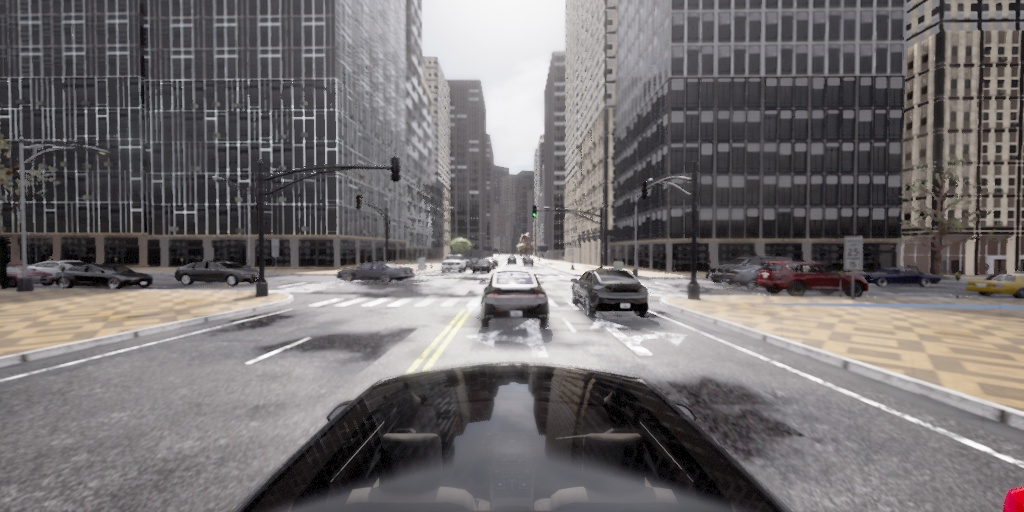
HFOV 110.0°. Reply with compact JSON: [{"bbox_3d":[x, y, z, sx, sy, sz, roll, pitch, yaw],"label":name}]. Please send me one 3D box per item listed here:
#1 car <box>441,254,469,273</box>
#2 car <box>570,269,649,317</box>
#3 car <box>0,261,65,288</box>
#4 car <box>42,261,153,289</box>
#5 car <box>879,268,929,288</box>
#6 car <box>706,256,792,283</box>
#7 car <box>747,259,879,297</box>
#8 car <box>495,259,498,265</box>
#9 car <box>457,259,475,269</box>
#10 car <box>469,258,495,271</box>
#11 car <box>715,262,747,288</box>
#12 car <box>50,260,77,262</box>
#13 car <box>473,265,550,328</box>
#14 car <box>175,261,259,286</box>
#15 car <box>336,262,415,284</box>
[{"bbox_3d":[-6.592,0.836,41.164,2.150,2.045,5.566,0,0,0],"label":"car"},{"bbox_3d":[3.346,1.220,13.008,1.837,1.490,4.892,0,0,0],"label":"car"},{"bbox_3d":[-28.417,1.094,20.182,4.207,1.307,1.802,0,0,1],"label":"car"},{"bbox_3d":[-22.733,1.130,20.049,4.313,1.339,1.948,0,0,1],"label":"car"},{"bbox_3d":[26.658,1.497,25.123,4.718,1.301,1.895,1,1,1],"label":"car"},{"bbox_3d":[16.843,1.031,25.274,5.566,2.045,2.150,1,1,1],"label":"car"},{"bbox_3d":[16.192,1.227,19.525,5.009,1.841,2.192,0,0,1],"label":"car"},{"bbox_3d":[-3.335,1.144,50.300,1.994,1.385,4.181,0,0,0],"label":"car"},{"bbox_3d":[-6.570,1.140,51.206,1.994,1.385,4.181,0,0,0],"label":"car"},{"bbox_3d":[-3.342,1.094,40.714,1.882,1.535,5.008,0,0,0],"label":"car"},{"bbox_3d":[15.837,1.350,22.204,4.902,1.511,2.128,1,1,2],"label":"car"},{"bbox_3d":[-28.363,0.987,22.869,4.674,1.442,1.812,1,1,1],"label":"car"},{"bbox_3d":[-0.005,1.210,11.277,2.128,1.511,4.902,0,0,-3],"label":"car"},{"bbox_3d":[-18.409,1.058,22.650,4.892,1.490,1.837,1,1,2],"label":"car"},{"bbox_3d":[-9.597,1.127,25.305,5.357,1.411,2.033,1,1,13],"label":"car"}]
